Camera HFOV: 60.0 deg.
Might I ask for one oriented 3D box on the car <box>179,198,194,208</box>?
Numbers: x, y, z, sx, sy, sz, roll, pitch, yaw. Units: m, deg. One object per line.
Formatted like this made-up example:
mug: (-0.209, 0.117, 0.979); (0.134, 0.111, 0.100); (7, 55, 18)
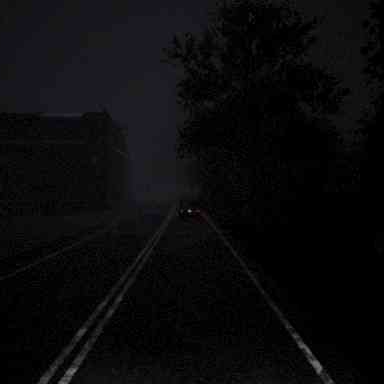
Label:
car: (-0.799, 1.484, 46.081); (1.895, 1.301, 4.718); (0, 0, -2)

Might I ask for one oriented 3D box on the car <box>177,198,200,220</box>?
car: (-0.249, 1.509, 28.138); (2.033, 1.411, 5.357); (0, 0, -1)
